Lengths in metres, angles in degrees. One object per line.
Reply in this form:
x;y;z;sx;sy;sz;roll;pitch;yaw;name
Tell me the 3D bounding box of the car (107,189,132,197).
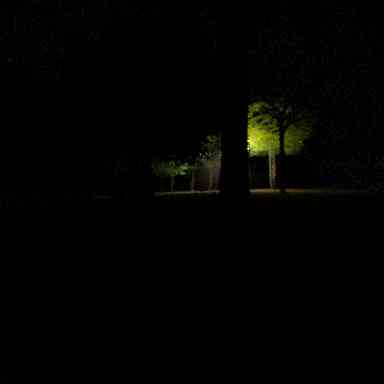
-13.183;0.113;61.636;2.033;1.411;5.357;-1;1;38;car
